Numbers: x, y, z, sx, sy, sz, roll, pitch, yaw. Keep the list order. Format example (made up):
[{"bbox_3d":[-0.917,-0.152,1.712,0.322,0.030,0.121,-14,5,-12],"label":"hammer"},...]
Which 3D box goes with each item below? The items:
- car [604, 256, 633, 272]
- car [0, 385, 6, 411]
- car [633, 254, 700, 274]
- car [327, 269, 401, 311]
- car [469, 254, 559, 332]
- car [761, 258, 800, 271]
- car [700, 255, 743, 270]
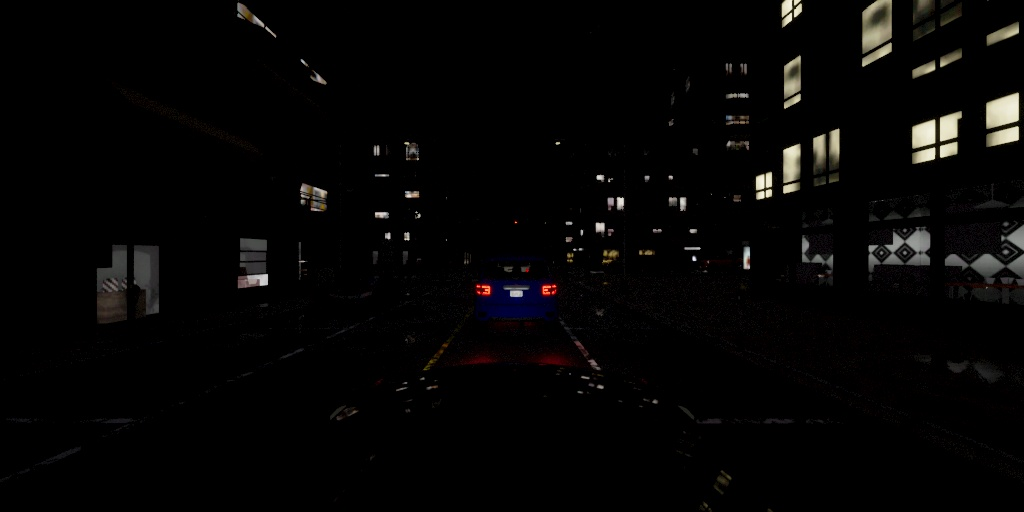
[{"bbox_3d":[12.685,1.015,40.230,4.674,1.442,1.812,-1,0,2],"label":"car"},{"bbox_3d":[-5.690,1.300,1.512,2.007,1.370,4.403,0,0,0],"label":"car"},{"bbox_3d":[14.738,0.778,34.392,5.009,1.841,2.192,0,0,0],"label":"car"},{"bbox_3d":[-5.729,1.332,14.429,1.802,1.307,4.207,0,0,0],"label":"car"},{"bbox_3d":[0.106,0.971,11.021,2.150,2.045,5.566,0,0,0],"label":"car"},{"bbox_3d":[25.831,0.822,34.479,4.313,1.339,1.948,0,0,0],"label":"car"},{"bbox_3d":[23.408,0.642,40.250,4.553,1.767,2.097,-1,0,-1],"label":"car"}]
